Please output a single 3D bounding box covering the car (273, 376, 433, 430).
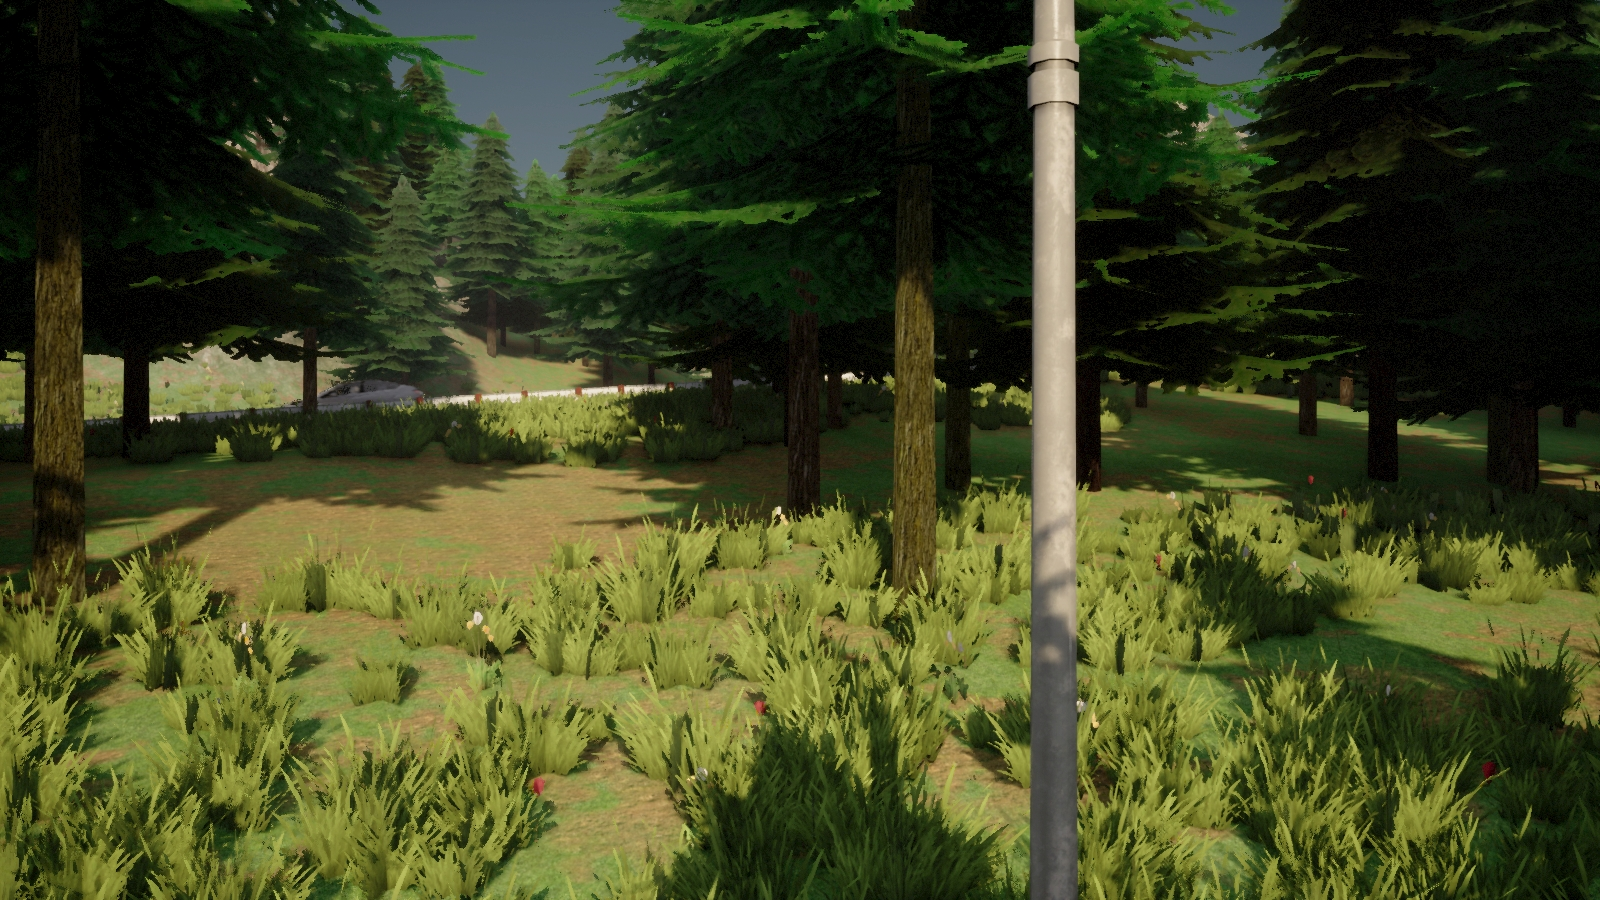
[{"bbox_3d":[-15.257,-1.615,39.042,4.792,1.488,2.163,-5,2,-28],"label":"car"}]
